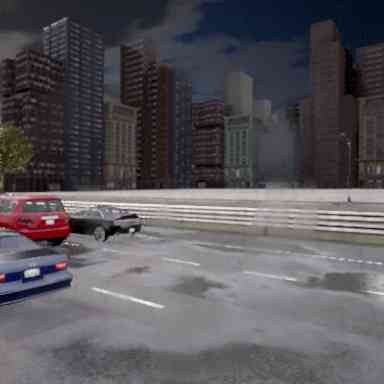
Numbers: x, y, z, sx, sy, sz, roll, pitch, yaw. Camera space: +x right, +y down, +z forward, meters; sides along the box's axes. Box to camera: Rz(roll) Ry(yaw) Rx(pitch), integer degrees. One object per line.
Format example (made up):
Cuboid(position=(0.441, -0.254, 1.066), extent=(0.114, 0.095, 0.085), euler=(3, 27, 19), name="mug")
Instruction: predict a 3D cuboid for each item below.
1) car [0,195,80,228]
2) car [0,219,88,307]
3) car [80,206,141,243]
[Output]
Cuboid(position=(-7.265, 1.149, 13.468), extent=(5.566, 2.045, 2.150), euler=(0, 0, 35), name="car")
Cuboid(position=(-4.949, 1.505, 7.519), extent=(5.357, 1.411, 2.033), euler=(0, 0, 36), name="car")
Cuboid(position=(-4.578, 1.423, 15.851), extent=(4.902, 1.511, 2.128), euler=(0, 0, 36), name="car")
